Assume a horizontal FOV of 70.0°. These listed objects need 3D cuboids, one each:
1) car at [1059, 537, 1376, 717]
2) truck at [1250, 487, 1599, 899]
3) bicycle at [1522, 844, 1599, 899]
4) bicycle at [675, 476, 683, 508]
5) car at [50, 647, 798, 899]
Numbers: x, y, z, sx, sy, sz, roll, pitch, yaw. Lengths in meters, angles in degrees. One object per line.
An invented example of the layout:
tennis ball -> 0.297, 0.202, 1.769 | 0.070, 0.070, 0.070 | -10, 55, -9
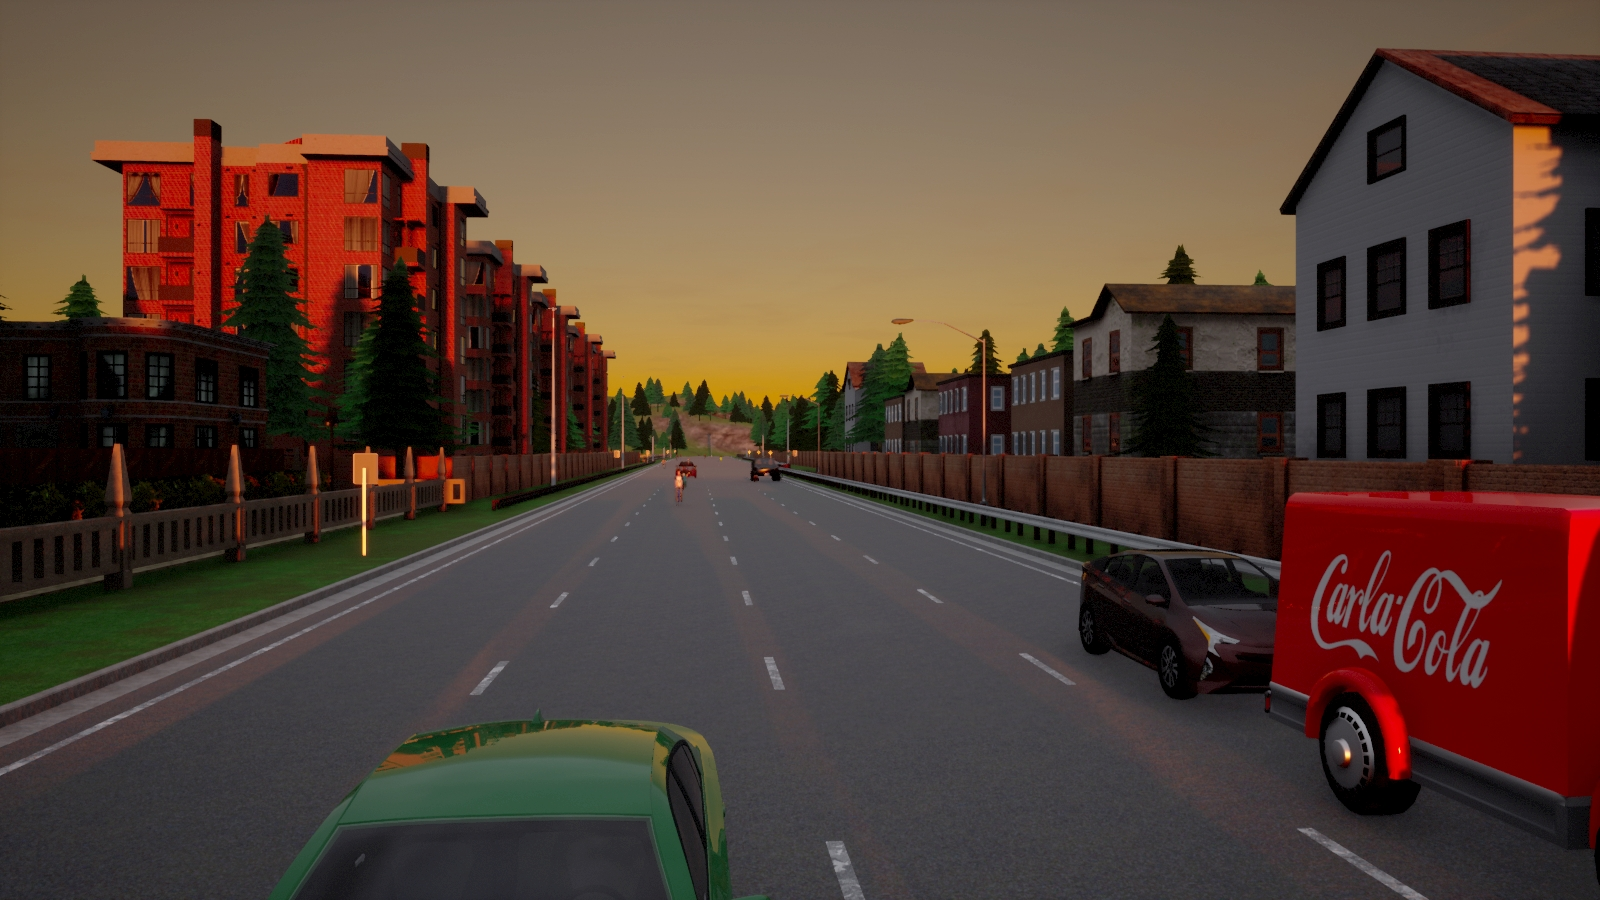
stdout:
car -> 4.945, 2.040, 14.354 | 2.007, 1.525, 4.514 | 0, 0, -5
truck -> 5.566, 1.568, 7.740 | 2.627, 2.467, 5.204 | 0, 0, -5
bicycle -> 2.623, 2.056, 2.959 | 0.373, 1.496, 1.643 | 0, 0, -4
bicycle -> -5.963, 2.056, 56.220 | 0.373, 1.496, 1.643 | 0, 0, -5
car -> -1.202, 2.034, 4.748 | 2.097, 1.535, 5.006 | 0, 0, -5
